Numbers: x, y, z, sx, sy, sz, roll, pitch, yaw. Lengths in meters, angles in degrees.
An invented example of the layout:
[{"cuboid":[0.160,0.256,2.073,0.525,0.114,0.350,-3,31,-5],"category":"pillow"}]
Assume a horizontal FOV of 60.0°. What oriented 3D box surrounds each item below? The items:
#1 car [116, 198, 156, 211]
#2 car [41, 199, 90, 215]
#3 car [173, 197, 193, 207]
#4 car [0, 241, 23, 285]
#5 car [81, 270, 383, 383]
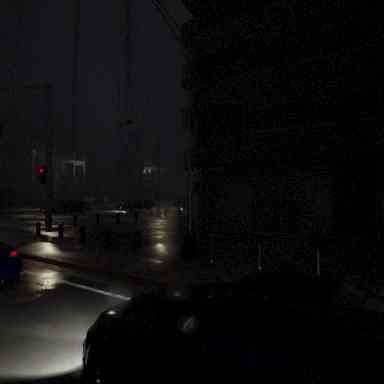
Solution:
[{"cuboid":[-6.808,1.492,41.050,2.033,1.411,5.357,0,0,36],"category":"car"},{"cuboid":[-12.539,1.449,33.120,1.837,1.490,4.892,0,0,36],"category":"car"},{"cuboid":[-0.751,1.449,49.406,1.837,1.490,4.892,0,0,36],"category":"car"},{"cuboid":[-6.084,1.564,8.315,4.181,1.385,1.994,0,0,36],"category":"car"},{"cuboid":[0.767,1.564,3.445,4.181,1.385,1.994,0,0,36],"category":"car"}]
